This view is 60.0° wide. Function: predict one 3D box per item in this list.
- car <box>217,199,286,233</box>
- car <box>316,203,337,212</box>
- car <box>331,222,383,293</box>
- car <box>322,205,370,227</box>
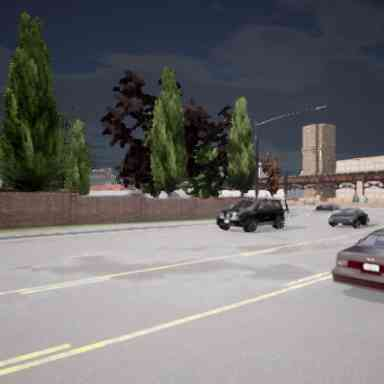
[{"bbox_3d":[3.991,1.451,21.648,2.150,2.045,5.566,0,-1,44],"label":"car"},{"bbox_3d":[23.498,2.824,58.990,1.994,1.385,4.181,0,-1,5],"label":"car"},{"bbox_3d":[5.515,1.601,8.383,5.357,1.411,2.033,1,-1,-41],"label":"car"},{"bbox_3d":[12.056,1.939,25.325,2.033,1.411,5.357,0,-1,40],"label":"car"}]
